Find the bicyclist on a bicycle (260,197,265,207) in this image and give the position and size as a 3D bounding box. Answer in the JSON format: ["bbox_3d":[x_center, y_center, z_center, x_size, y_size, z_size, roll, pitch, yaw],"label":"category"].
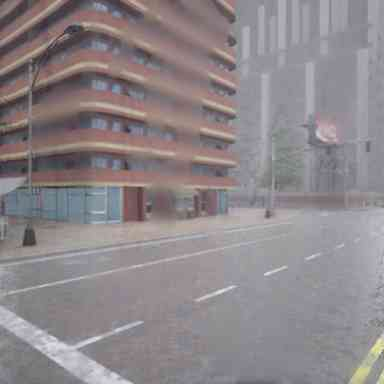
[{"bbox_3d":[11.858,1.641,55.601,0.582,1.620,1.656,0,0,40],"label":"bicyclist on a bicycle"}]
